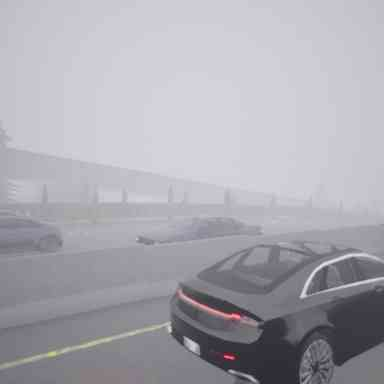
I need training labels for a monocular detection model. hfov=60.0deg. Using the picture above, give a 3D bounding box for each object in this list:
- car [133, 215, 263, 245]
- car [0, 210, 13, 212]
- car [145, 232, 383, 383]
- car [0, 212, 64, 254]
[{"bbox_3d":[0.485,1.616,12.938,5.357,1.411,2.033,1,0,-35],"label":"car"},{"bbox_3d":[-9.138,1.534,14.670,4.674,1.442,1.812,1,0,-36],"label":"car"},{"bbox_3d":[1.970,1.531,5.157,4.902,1.511,2.128,1,0,-36],"label":"car"},{"bbox_3d":[-6.868,1.574,11.989,4.181,1.385,1.994,1,0,-36],"label":"car"}]
